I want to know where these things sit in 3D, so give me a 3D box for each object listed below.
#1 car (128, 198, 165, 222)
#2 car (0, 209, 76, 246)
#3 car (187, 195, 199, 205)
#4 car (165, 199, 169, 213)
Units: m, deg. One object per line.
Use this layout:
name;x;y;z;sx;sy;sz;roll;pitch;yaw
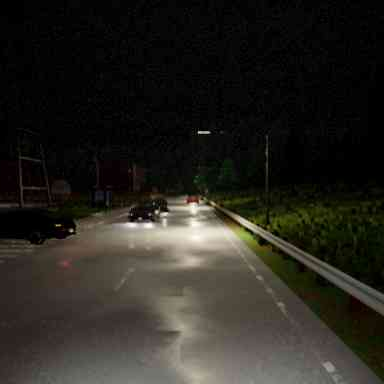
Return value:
car;-3.593;1.487;26.125;2.033;1.411;5.357;0;0;1
car;-7.500;1.491;14.802;4.674;1.442;1.812;0;-1;11
car;0.151;1.220;56.847;2.097;1.767;4.553;0;0;0
car;-3.521;1.442;36.242;1.812;1.442;4.674;0;0;0
